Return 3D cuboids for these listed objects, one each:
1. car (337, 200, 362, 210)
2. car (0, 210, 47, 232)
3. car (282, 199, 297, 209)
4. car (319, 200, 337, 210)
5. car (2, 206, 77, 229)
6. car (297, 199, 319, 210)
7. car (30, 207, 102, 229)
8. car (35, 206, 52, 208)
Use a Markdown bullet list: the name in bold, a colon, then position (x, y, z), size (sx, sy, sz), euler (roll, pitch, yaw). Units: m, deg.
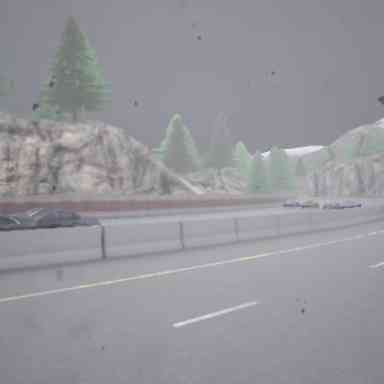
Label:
- **car**: position (21.157, 1.810, 44.071), size (1.882, 1.535, 5.008), euler (-1, -1, 38)
- **car**: position (-9.304, 1.752, 14.624), size (4.892, 1.490, 1.837), euler (0, -1, -36)
- **car**: position (16.794, 1.980, 55.903), size (1.882, 1.535, 5.008), euler (-1, -1, 35)
- **car**: position (20.905, 1.923, 49.620), size (1.812, 1.442, 4.674), euler (-1, -1, 36)
- **car**: position (-11.779, 1.887, 25.845), size (4.902, 1.511, 2.128), euler (0, -1, -38)
- **car**: position (18.740, 1.954, 52.561), size (1.837, 1.490, 4.892), euler (-1, -1, 36)
- **car**: position (-8.171, 1.844, 19.750), size (5.357, 1.411, 2.033), euler (0, -1, -37)
- **car**: position (-10.182, 1.872, 22.659), size (4.674, 1.442, 1.812), euler (0, -1, -38)
